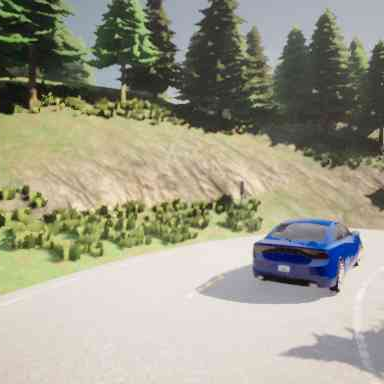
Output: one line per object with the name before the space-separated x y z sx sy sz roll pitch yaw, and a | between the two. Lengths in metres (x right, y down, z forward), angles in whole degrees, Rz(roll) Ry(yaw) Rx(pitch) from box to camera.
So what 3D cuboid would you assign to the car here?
car | 3.333 1.451 9.078 1.882 1.535 5.008 0 0 34
